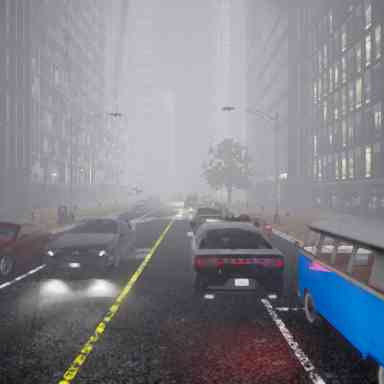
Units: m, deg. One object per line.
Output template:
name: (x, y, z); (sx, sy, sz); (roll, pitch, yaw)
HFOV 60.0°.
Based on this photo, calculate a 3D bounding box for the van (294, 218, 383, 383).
van: (2.690, 1.341, 4.449); (1.690, 1.788, 3.998); (0, 0, 0)

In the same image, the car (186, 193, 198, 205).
car: (-0.012, 1.195, 59.244); (2.150, 2.045, 5.566); (0, 0, 0)

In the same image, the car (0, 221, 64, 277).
car: (-5.692, 1.582, 10.142); (1.802, 1.307, 4.206); (0, 0, 0)

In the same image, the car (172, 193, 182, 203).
car: (-3.015, 1.178, 70.069); (2.150, 2.045, 5.566); (0, 0, 0)

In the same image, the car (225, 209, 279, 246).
car: (2.687, 1.581, 15.833); (1.802, 1.307, 4.206); (0, 0, 0)

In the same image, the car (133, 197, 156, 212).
car: (-5.698, 1.548, 38.605); (2.008, 1.369, 4.403); (0, 0, 0)

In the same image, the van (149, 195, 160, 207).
van: (-5.699, 1.328, 49.990); (1.690, 1.788, 3.998); (0, 0, 0)

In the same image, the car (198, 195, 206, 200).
car: (2.674, 1.462, 89.836); (1.887, 1.381, 4.507); (0, 0, 0)

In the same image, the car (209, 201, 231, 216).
car: (2.684, 1.581, 32.911); (1.802, 1.307, 4.206); (0, 0, 0)

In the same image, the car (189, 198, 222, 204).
car: (0.895, 1.455, 24.658); (1.801, 1.575, 5.366); (0, 0, 0)

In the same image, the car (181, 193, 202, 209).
car: (0.002, 1.344, 45.578); (2.097, 1.767, 4.553); (0, 0, 1)

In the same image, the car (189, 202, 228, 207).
car: (0.896, 1.505, 18.468); (1.837, 1.490, 4.892); (0, 0, 0)

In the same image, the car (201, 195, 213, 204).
car: (2.679, 1.410, 61.373); (1.967, 1.590, 4.097); (0, 0, 0)

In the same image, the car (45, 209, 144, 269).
car: (-3.102, 1.547, 11.456); (2.033, 1.411, 5.357); (0, 0, 0)

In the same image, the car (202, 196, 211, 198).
car: (2.682, 1.544, 44.296); (2.008, 1.369, 4.403); (0, 0, 0)

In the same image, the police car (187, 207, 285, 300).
police car: (0.899, 1.425, 8.578); (1.930, 1.638, 5.238); (0, 0, 0)

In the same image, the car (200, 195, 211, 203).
car: (2.678, 1.401, 67.065); (1.967, 1.590, 4.097); (0, 0, 0)
